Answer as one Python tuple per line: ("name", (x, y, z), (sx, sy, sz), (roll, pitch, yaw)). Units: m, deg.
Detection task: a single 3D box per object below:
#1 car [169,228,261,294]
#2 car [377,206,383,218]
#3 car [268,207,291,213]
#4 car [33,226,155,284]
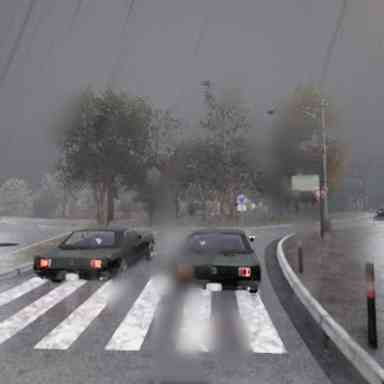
("car", (0.719, 1.614, 8.867), (1.895, 1.301, 4.718), (-1, 0, 7))
("car", (21.525, 2.099, 36.402), (1.895, 1.301, 4.718), (-3, -3, 35))
("car", (18.954, 4.078, 72.357), (4.892, 1.490, 1.837), (-4, -6, 41))
("car", (-2.439, 1.652, 9.726), (1.895, 1.301, 4.718), (-1, 0, 7))
